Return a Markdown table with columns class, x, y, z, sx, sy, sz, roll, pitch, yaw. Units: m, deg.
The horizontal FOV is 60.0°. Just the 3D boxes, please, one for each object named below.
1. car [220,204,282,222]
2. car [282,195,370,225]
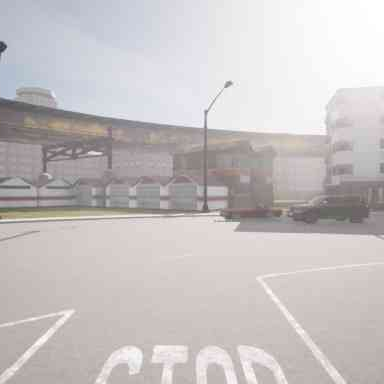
| class | x | y | z | sx | sy | sz | roll | pitch | yaw |
| --- | --- | --- | --- | --- | --- | --- | --- | --- | --- |
| car | 4.615 | 1.601 | 26.413 | 4.718 | 1.301 | 1.895 | 0 | 0 | -13 |
| car | 9.738 | 1.223 | 23.801 | 5.566 | 2.045 | 2.150 | 0 | -1 | -7 |
